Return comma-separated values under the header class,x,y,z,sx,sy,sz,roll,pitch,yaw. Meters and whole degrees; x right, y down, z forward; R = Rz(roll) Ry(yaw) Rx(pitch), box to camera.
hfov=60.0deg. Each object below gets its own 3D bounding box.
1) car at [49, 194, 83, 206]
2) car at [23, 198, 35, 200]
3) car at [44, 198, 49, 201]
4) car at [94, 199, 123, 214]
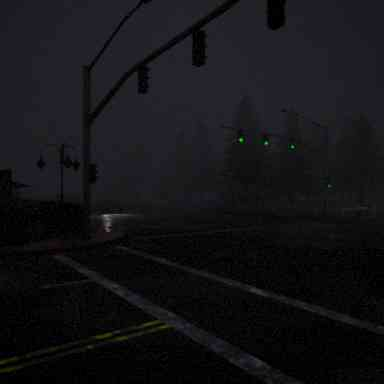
class,x,y,z,sx,sy,sz,roll,pitch,yaw
car,-12.826,1.226,34.764,2.150,2.045,5.566,0,0,-37
car,-25.742,1.571,52.137,1.994,1.385,4.181,0,0,-37
car,-22.729,1.607,53.948,1.895,1.301,4.718,0,0,-37
car,-9.016,1.532,35.545,1.812,1.442,4.674,0,0,-37
